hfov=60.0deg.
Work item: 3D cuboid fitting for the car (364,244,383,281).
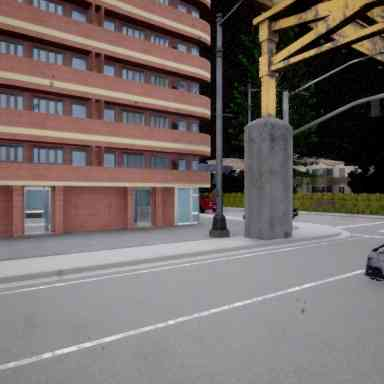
[{"bbox_3d":[6.255,1.564,8.479,4.181,1.385,1.994,0,0,-36],"label":"car"}]

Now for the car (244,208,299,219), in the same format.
[{"bbox_3d":[6.762,1.601,28.508,1.895,1.301,4.718,0,0,-35],"label":"car"}]

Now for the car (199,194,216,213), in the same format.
[{"bbox_3d":[0.767,1.221,36.960,2.150,2.045,5.566,0,0,-36],"label":"car"}]
